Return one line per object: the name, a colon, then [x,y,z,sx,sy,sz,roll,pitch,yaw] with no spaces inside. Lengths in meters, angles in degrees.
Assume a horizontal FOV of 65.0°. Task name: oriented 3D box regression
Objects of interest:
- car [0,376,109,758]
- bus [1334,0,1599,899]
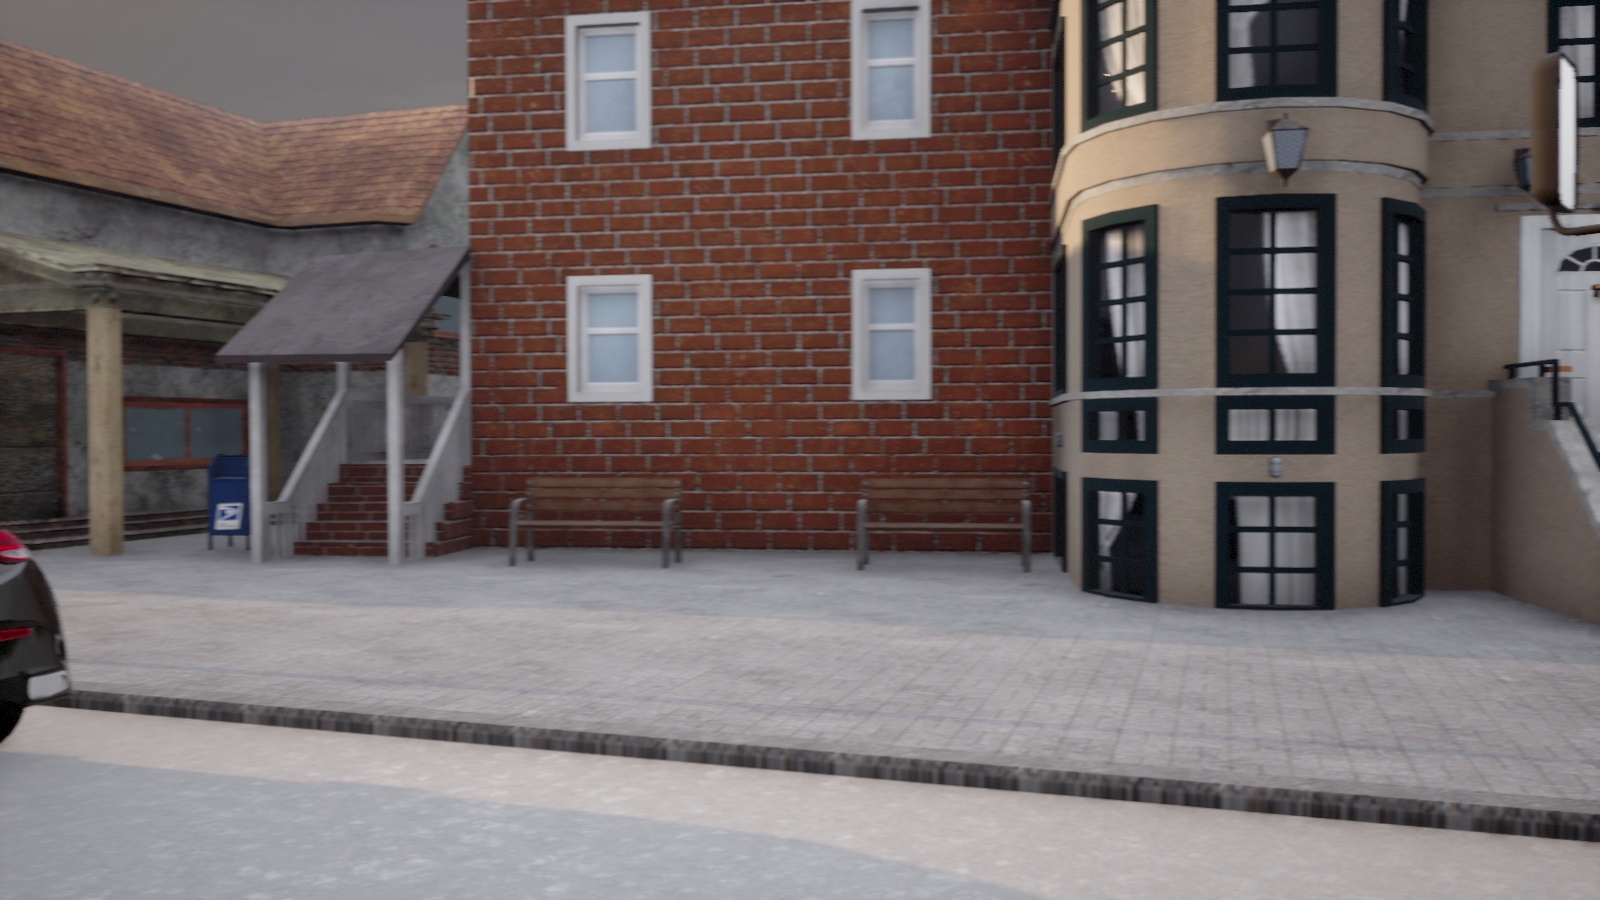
car: [-6.004,0.491,5.737,5.027,1.651,2.152,1,1,19]
bus: [6.409,-0.550,1.544,10.273,4.253,3.944,1,1,19]
